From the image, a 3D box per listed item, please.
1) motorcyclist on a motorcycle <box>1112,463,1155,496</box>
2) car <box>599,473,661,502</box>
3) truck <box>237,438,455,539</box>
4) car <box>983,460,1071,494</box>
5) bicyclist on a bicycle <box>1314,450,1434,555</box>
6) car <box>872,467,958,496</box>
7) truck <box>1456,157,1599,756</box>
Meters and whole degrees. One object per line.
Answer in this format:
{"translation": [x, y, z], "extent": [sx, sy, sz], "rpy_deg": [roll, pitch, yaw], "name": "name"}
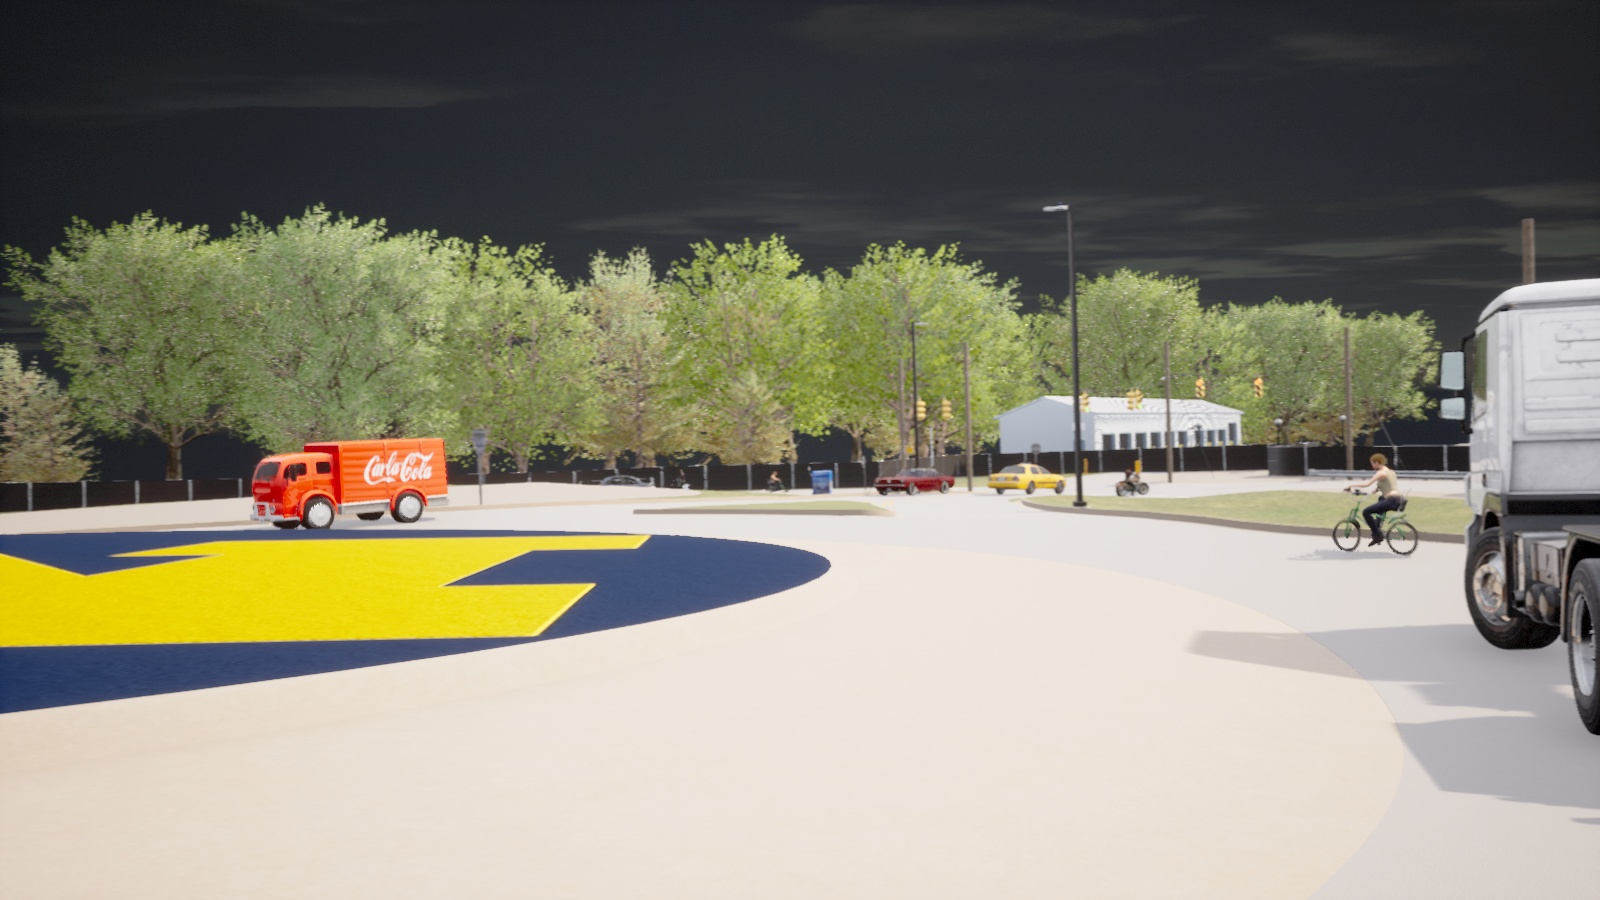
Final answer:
{"translation": [17.494, 1.529, 65.869], "extent": [2.350, 1.649, 0.766], "rpy_deg": [-2, 1, -33], "name": "motorcyclist on a motorcycle"}
{"translation": [-11.265, 2.480, 83.442], "extent": [3.988, 1.617, 1.851], "rpy_deg": [-2, 2, -7], "name": "car"}
{"translation": [-13.107, 1.028, 36.482], "extent": [2.627, 2.467, 5.204], "rpy_deg": [-1, 2, 42], "name": "truck"}
{"translation": [10.929, 1.276, 60.198], "extent": [1.801, 1.575, 5.366], "rpy_deg": [-1, -1, 39], "name": "car"}
{"translation": [9.189, 0.820, 20.150], "extent": [0.866, 1.612, 1.509], "rpy_deg": [0, -1, -33], "name": "bicyclist on a bicycle"}
{"translation": [5.673, 1.524, 61.485], "extent": [1.895, 1.301, 4.718], "rpy_deg": [-2, -1, 39], "name": "car"}
{"translation": [6.873, 0.053, 9.035], "extent": [2.891, 3.462, 7.936], "rpy_deg": [-2, -1, 21], "name": "truck"}
